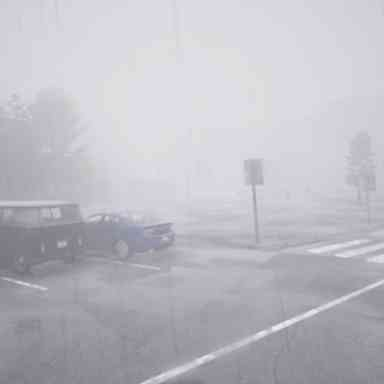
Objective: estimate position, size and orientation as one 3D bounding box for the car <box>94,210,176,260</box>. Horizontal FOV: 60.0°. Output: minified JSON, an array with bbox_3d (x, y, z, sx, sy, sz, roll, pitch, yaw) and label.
[{"bbox_3d":[-2.917,1.421,12.214,5.008,1.535,2.097,-1,0,34],"label":"car"}]

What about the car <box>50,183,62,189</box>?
[{"bbox_3d":[-25.161,-1.505,61.608,2.185,1.767,4.553,0,6,12],"label":"car"}]

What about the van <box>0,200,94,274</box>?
[{"bbox_3d":[-5.434,1.248,10.498,4.442,1.987,1.878,-1,0,34],"label":"van"}]

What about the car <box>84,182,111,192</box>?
[{"bbox_3d":[-15.204,-0.918,55.269,2.163,1.488,4.792,0,7,14],"label":"car"}]

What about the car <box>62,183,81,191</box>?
[{"bbox_3d":[-20.149,-1.135,58.525,2.002,1.452,4.674,0,6,13],"label":"car"}]
